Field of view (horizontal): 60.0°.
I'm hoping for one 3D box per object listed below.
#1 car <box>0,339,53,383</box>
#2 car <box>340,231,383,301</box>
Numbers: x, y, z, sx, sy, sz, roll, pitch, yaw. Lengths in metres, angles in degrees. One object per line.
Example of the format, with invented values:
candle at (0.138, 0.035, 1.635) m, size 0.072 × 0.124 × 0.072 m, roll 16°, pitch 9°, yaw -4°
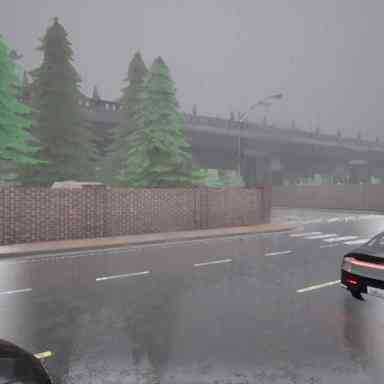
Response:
car at (-3.104, 1.492, 1.306) m, size 4.902 × 1.511 × 2.128 m, roll 0°, pitch 0°, yaw -37°
car at (5.146, 1.491, 7.031) m, size 4.902 × 1.511 × 2.128 m, roll 0°, pitch 0°, yaw -34°
